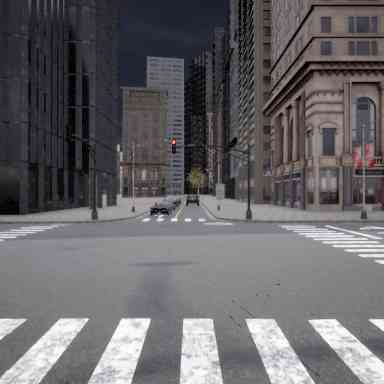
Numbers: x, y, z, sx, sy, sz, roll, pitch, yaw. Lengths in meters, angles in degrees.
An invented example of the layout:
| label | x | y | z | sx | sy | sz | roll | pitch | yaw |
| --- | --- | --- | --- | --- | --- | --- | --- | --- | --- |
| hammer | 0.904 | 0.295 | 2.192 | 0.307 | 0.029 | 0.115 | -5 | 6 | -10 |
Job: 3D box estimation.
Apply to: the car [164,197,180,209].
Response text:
| label | x | y | z | sx | sy | sz | roll | pitch | yaw |
| --- | --- | --- | --- | --- | --- | --- | --- | --- | --- |
| car | -3.057 | 1.556 | 43.079 | 2.128 | 1.511 | 4.902 | 0 | 0 | 0 |

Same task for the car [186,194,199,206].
| label | x | y | z | sx | sy | sz | roll | pitch | yaw |
| --- | --- | --- | --- | --- | --- | --- | --- | --- | --- |
| car | 0.108 | 1.321 | 58.381 | 2.150 | 2.045 | 5.566 | 0 | -1 | 0 |

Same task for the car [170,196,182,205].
| label | x | y | z | sx | sy | sz | roll | pitch | yaw |
| --- | --- | --- | --- | --- | --- | --- | --- | --- | --- |
| car | -2.995 | 1.597 | 62.738 | 1.882 | 1.535 | 5.008 | 0 | 0 | 0 |

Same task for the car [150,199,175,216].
| label | x | y | z | sx | sy | sz | roll | pitch | yaw |
| --- | --- | --- | --- | --- | --- | --- | --- | --- | --- |
| car | -3.052 | 1.643 | 33.192 | 1.895 | 1.301 | 4.718 | 0 | 0 | 0 |

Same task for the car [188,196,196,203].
| label | x | y | z | sx | sy | sz | roll | pitch | yaw |
| --- | --- | --- | --- | --- | --- | --- | --- | --- | --- |
| car | -0.003 | 1.665 | 75.305 | 1.837 | 1.490 | 4.892 | 0 | 0 | 0 |
